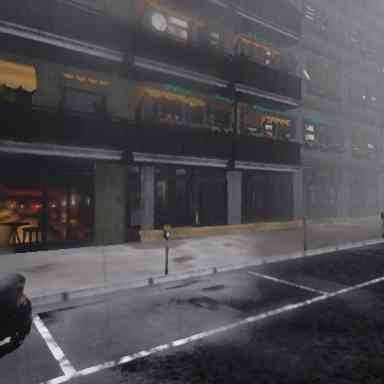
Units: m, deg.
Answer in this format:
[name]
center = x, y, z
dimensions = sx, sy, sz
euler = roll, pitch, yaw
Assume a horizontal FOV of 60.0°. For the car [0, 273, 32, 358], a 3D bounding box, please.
[car]
center = -4.170, 1.548, 3.577
dimensions = 4.403, 1.369, 2.008
euler = 0, 1, -35
